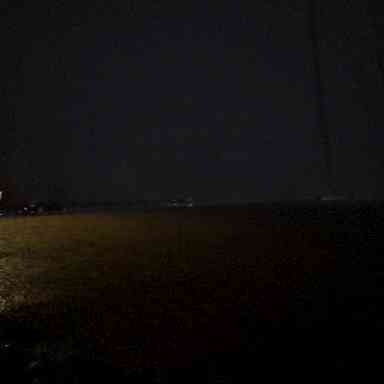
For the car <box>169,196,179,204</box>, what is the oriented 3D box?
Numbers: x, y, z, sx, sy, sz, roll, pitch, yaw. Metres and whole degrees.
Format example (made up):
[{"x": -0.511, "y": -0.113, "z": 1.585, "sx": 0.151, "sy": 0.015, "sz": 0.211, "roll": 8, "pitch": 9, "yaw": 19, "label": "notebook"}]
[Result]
[{"x": -2.599, "y": 1.505, "z": 65.645, "sx": 1.882, "sy": 1.535, "sz": 5.008, "roll": 0, "pitch": 0, "yaw": 35, "label": "car"}]

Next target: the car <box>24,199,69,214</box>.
[{"x": -15.239, "y": 1.516, "z": 35.060, "sx": 1.812, "sy": 1.442, "sz": 4.674, "roll": 0, "pitch": 0, "yaw": 35, "label": "car"}]

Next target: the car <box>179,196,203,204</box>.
[{"x": 0.280, "y": 1.475, "z": 63.655, "sx": 1.882, "sy": 1.535, "sz": 5.008, "roll": 0, "pitch": 0, "yaw": 35, "label": "car"}]
